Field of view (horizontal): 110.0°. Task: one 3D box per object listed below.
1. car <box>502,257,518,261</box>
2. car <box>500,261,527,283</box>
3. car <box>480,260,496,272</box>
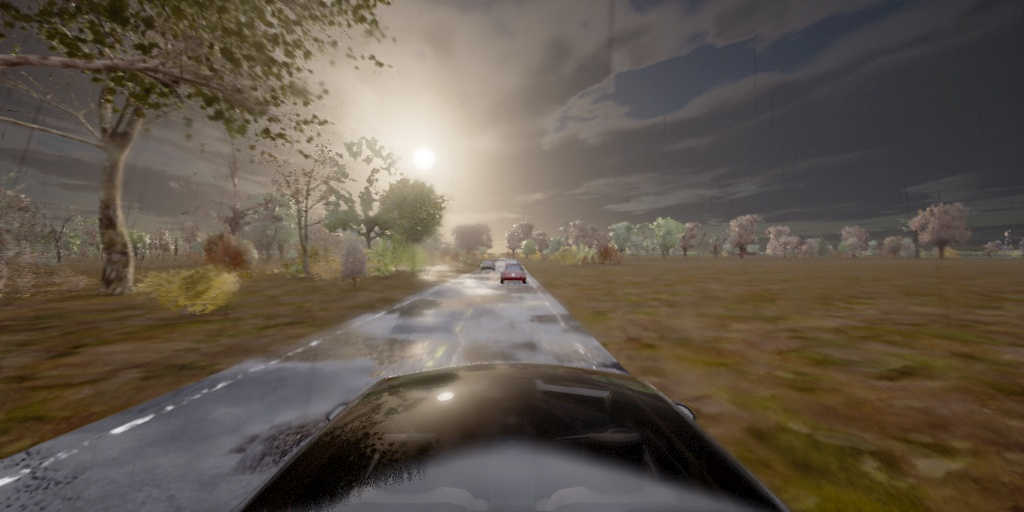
[{"bbox_3d":[0.080,1.222,46.456,1.882,1.535,5.008,0,0,0],"label":"car"},{"bbox_3d":[0.091,1.315,27.686,1.994,1.385,4.181,0,0,0],"label":"car"},{"bbox_3d":[-3.067,1.291,47.172,2.033,1.411,5.357,0,0,1],"label":"car"}]
